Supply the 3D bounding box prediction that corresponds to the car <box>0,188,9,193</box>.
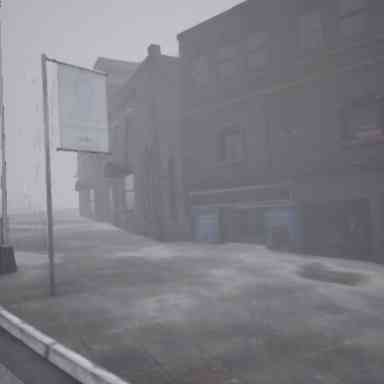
[{"bbox_3d":[-48.340,-0.112,82.239,2.185,1.767,4.553,-4,-3,1],"label":"car"}]
